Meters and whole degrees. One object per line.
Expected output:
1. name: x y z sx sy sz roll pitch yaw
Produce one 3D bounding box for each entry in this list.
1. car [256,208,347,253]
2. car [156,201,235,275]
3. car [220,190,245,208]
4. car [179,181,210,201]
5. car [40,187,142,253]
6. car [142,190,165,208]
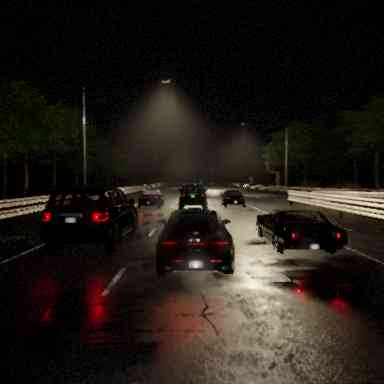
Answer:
1. car: 3.579 1.225 11.879 1.895 1.301 4.718 0 2 0
2. car: 0.072 1.206 9.396 1.837 1.490 4.892 0 2 0
3. car: 3.584 0.551 29.509 1.812 1.442 4.674 0 2 0
4. car: 0.080 0.315 27.553 2.150 2.045 5.566 0 2 0
5. car: -3.421 0.835 12.079 2.150 2.045 5.566 0 1 0
6. car: -3.419 0.553 28.516 2.128 1.511 4.902 0 2 0
